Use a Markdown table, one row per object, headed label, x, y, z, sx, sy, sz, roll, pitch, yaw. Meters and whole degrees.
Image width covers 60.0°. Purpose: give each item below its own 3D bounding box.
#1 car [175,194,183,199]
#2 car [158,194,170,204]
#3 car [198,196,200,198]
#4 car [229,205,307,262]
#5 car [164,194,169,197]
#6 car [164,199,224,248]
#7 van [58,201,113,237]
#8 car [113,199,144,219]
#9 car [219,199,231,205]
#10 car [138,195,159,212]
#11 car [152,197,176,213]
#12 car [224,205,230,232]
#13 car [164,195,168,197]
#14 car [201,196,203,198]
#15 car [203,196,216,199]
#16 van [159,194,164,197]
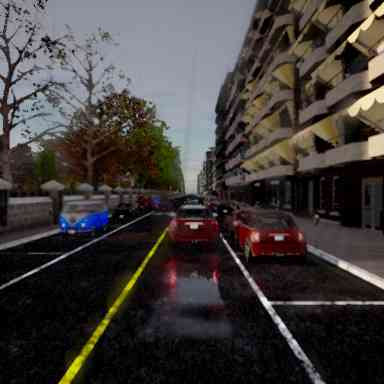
| label | x | y | z | sx | sy | sz | roll | pitch | yaw |
| --- | --- | --- | --- | --- | --- | --- | --- | --- | --- |
| car | -3.003 | 1.229 | 79.017 | 1.882 | 1.535 | 5.008 | 0 | 0 | 0 |
| car | -5.693 | 1.425 | 68.511 | 2.192 | 1.841 | 5.009 | 0 | 0 | 0 |
| car | 2.687 | 1.676 | 68.512 | 1.947 | 1.339 | 4.313 | 0 | 0 | 0 |
| car | 2.690 | 1.454 | 12.207 | 1.967 | 1.590 | 4.097 | 0 | 0 | 0 |
| car | -5.693 | 1.642 | 62.879 | 1.887 | 1.381 | 4.507 | 0 | 0 | 0 |
| car | 0.090 | 1.368 | 15.027 | 2.097 | 1.767 | 4.553 | 0 | 0 | 0 |
| van | -5.691 | 1.361 | 17.837 | 1.690 | 1.788 | 3.998 | 0 | 0 | 0 |
| car | -5.691 | 1.599 | 29.098 | 1.947 | 1.339 | 4.313 | 0 | 0 | 0 |
| car | 2.689 | 1.600 | 29.098 | 1.947 | 1.339 | 4.313 | 0 | 0 | 0 |
| car | -5.691 | 1.366 | 40.358 | 2.192 | 1.841 | 5.009 | 0 | 0 | 0 |
| car | -3.096 | 1.612 | 38.356 | 1.994 | 1.385 | 4.181 | 0 | 0 | 0 |
| car | 2.690 | 1.602 | 17.838 | 1.802 | 1.307 | 4.206 | 0 | 0 | 0 |
| car | -5.692 | 1.667 | 57.248 | 1.802 | 1.307 | 4.206 | 0 | 0 | 0 |
| car | 2.689 | 1.598 | 51.789 | 1.752 | 1.417 | 4.829 | 0 | 0 | 0 |
| car | 2.689 | 1.491 | 40.358 | 1.967 | 1.590 | 4.097 | 0 | 0 | 0 |
| van | -5.692 | 1.414 | 51.618 | 1.690 | 1.788 | 3.998 | 0 | 0 | 0 |
